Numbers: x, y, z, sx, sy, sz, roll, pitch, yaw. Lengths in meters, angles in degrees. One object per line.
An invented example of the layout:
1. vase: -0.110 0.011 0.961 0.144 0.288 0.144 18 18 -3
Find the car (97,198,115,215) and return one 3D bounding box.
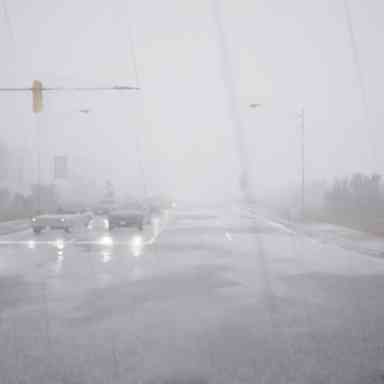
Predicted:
1. car: -7.097 1.281 27.950 1.837 1.490 4.892 0 0 0

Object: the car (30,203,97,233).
1. car: -7.109 1.451 18.637 1.895 1.301 4.718 0 0 1

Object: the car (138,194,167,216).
1. car: -3.596 1.243 29.403 1.882 1.535 5.008 0 0 0

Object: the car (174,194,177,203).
1. car: -3.494 1.072 54.252 1.882 1.535 5.008 0 0 0

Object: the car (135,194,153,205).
1. car: -7.042 1.088 48.882 1.882 1.535 5.008 0 0 1

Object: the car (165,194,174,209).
1. car: -3.571 1.039 39.203 2.097 1.767 4.553 0 0 0

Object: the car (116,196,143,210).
1. car: -7.072 1.242 38.271 2.033 1.411 5.357 0 0 1

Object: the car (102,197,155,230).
1. car: -3.598 1.319 19.824 1.882 1.535 5.008 0 0 0
